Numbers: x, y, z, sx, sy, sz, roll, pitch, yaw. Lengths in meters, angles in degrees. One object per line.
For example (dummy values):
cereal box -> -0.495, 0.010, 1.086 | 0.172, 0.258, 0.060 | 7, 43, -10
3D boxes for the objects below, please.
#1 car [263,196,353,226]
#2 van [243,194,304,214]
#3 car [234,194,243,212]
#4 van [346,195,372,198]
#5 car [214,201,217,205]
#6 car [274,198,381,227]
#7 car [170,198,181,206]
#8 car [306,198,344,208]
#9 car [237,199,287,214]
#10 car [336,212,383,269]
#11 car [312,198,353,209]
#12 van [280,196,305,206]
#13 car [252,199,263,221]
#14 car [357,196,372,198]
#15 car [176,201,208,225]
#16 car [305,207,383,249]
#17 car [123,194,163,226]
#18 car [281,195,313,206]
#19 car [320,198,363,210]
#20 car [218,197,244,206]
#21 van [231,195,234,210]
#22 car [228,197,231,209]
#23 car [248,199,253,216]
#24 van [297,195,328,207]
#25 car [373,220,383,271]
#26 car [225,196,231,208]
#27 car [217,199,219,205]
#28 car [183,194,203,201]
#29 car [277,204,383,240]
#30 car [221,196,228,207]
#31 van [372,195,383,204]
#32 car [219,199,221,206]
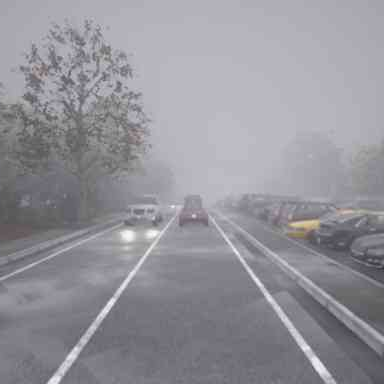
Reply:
car -> 7.033, 1.333, 20.428 | 4.553, 1.767, 2.185 | 0, 0, 0
van -> 6.972, 1.219, 28.757 | 4.442, 1.987, 1.878 | 0, 0, 0
car -> 7.125, 1.189, 31.533 | 5.566, 2.045, 2.435 | 0, 0, 0
van -> 20.076, 1.274, 36.868 | 4.442, 1.987, 1.878 | 0, -1, 0
car -> 7.150, 1.573, 59.276 | 5.566, 2.045, 2.435 | 0, -1, 0
car -> 7.025, 1.338, 17.652 | 4.553, 1.767, 2.185 | 0, 0, 0
car -> -3.152, 1.948, 64.885 | 2.128, 1.511, 4.902 | 0, -1, 1
car -> 20.229, 1.701, 50.839 | 5.008, 1.535, 2.097 | 0, -1, 0
car -> 7.134, 1.494, 34.283 | 4.792, 1.488, 2.163 | 0, 0, 0
car -> 7.038, 1.479, 9.324 | 4.892, 1.521, 2.231 | 0, 0, 0
car -> 20.220, 1.659, 47.944 | 5.008, 1.535, 2.097 | 0, -1, 0
van -> 20.400, 1.739, 67.454 | 4.442, 1.987, 1.878 | 0, -1, 0
car -> 7.067, 1.454, 23.205 | 5.008, 1.535, 2.097 | 0, 0, 0
car -> 20.190, 1.460, 34.095 | 5.008, 1.535, 2.097 | 0, -1, 0
car -> 0.124, 1.544, 23.638 | 1.994, 1.385, 4.181 | 0, 0, 0
car -> 7.033, 1.474, 12.100 | 4.892, 1.521, 2.231 | 0, 0, 0
car -> -3.324, 1.201, 23.518 | 2.150, 2.045, 5.566 | 0, 0, 0
car -> 20.302, 1.655, 64.564 | 5.566, 2.045, 2.435 | 0, -1, 0
car -> 20.211, 1.620, 45.173 | 4.892, 1.521, 2.231 | 0, -1, 0
car -> 7.218, 1.741, 62.046 | 4.553, 1.767, 2.185 | 0, -1, 0
van -> 6.997, 1.279, 37.069 | 4.442, 1.987, 1.878 | 0, -1, 0
car -> 7.124, 1.585, 39.841 | 4.674, 1.452, 2.002 | 0, -1, 0
car -> 7.083, 1.490, 25.981 | 4.674, 1.452, 2.002 | 0, 0, 0
van -> 20.366, 1.553, 56.257 | 4.442, 1.987, 1.878 | 0, -1, 0
car -> 6.838, 1.479, 6.548 | 5.366, 1.575, 1.946 | 0, 0, 0
car -> 7.100, 1.614, 42.618 | 4.792, 1.488, 2.163 | 0, -1, 0
car -> 7.200, 1.814, 56.496 | 4.792, 1.488, 2.163 | 0, -1, 0
car -> 0.153, 1.314, 40.572 | 2.150, 2.045, 5.566 | 0, 0, 0
car -> 6.862, 1.465, 14.877 | 5.366, 1.575, 1.946 | 0, 0, 0
car -> 7.151, 1.664, 48.169 | 5.008, 1.535, 2.097 | 0, -1, 0
van -> 20.060, 1.212, 31.477 | 4.442, 1.987, 1.878 | 0, 0, 0
car -> 7.165, 1.784, 53.720 | 4.674, 1.452, 2.002 | 0, -1, 0
